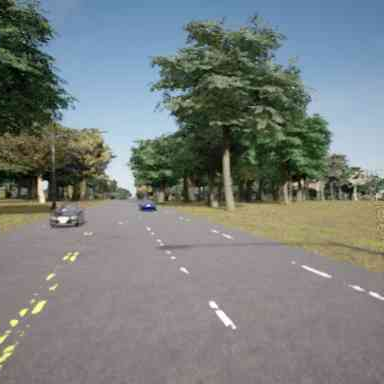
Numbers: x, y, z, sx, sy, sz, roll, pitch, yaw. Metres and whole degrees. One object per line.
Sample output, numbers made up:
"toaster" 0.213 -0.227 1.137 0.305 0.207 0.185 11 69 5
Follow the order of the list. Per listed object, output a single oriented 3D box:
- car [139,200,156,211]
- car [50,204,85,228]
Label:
"car" -5.799 1.659 42.948 1.994 1.385 4.181 -1 0 -12
"car" -8.665 1.619 23.414 2.128 1.511 4.902 -1 0 -12
